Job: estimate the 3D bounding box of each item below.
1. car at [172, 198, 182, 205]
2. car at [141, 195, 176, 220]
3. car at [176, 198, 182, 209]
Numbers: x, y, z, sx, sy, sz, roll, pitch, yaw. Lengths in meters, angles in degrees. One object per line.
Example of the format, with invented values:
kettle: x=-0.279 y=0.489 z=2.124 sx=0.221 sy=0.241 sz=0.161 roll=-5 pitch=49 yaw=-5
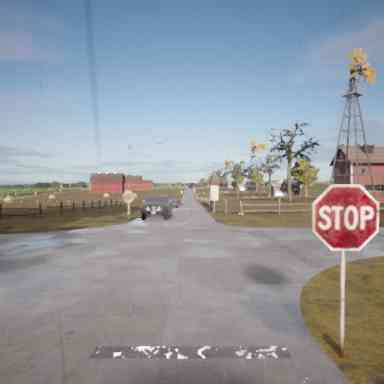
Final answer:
car: x=-2.926 y=1.924 z=66.868 sx=1.895 sy=1.301 sz=4.718 roll=0 pitch=-1 yaw=0
car: x=-2.891 y=1.242 z=28.331 sx=2.150 sy=2.045 sz=5.566 roll=0 pitch=0 yaw=2
car: x=-2.878 y=1.679 z=48.286 sx=2.033 sy=1.411 sz=5.357 roll=0 pitch=0 yaw=0
